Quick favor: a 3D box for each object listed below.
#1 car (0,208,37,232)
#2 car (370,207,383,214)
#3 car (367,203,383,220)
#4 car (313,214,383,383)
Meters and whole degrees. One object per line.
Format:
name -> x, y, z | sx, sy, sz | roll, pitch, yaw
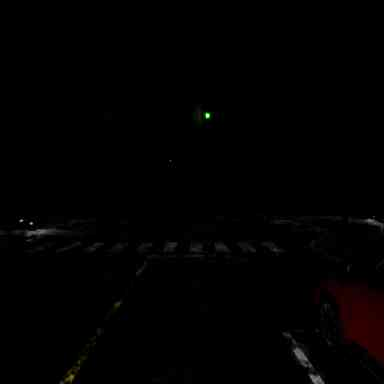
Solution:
car -> -11.364, 1.628, 19.457 | 4.181, 1.385, 1.994 | 1, -1, 1
car -> 16.334, 1.597, 25.551 | 4.674, 1.442, 1.812 | 0, -1, 1
car -> 17.761, 1.683, 28.773 | 4.181, 1.385, 1.994 | 0, -1, 1
car -> 2.841, 1.324, 3.024 | 2.192, 1.841, 5.009 | 1, 0, 0
